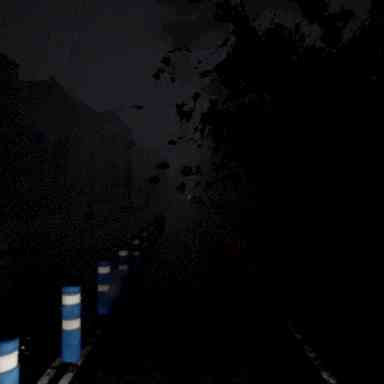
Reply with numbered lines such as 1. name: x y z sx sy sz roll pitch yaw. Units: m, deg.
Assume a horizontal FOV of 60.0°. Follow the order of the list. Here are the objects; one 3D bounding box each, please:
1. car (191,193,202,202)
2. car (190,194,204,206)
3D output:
1. car: 0.815 1.019 59.566 1.895 1.301 4.718 0 2 1
2. car: 0.689 1.165 46.644 1.994 1.385 4.181 0 1 0
